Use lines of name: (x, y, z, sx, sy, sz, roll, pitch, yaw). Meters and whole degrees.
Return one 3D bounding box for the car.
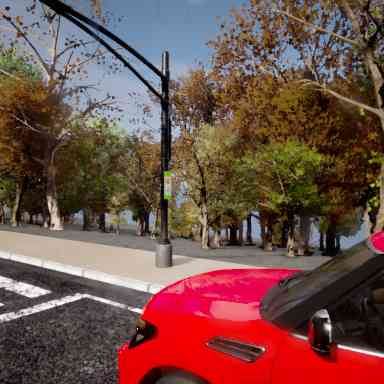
car: (2.005, 1.222, 2.283, 5.566, 2.045, 2.150, 0, 0, 34)
